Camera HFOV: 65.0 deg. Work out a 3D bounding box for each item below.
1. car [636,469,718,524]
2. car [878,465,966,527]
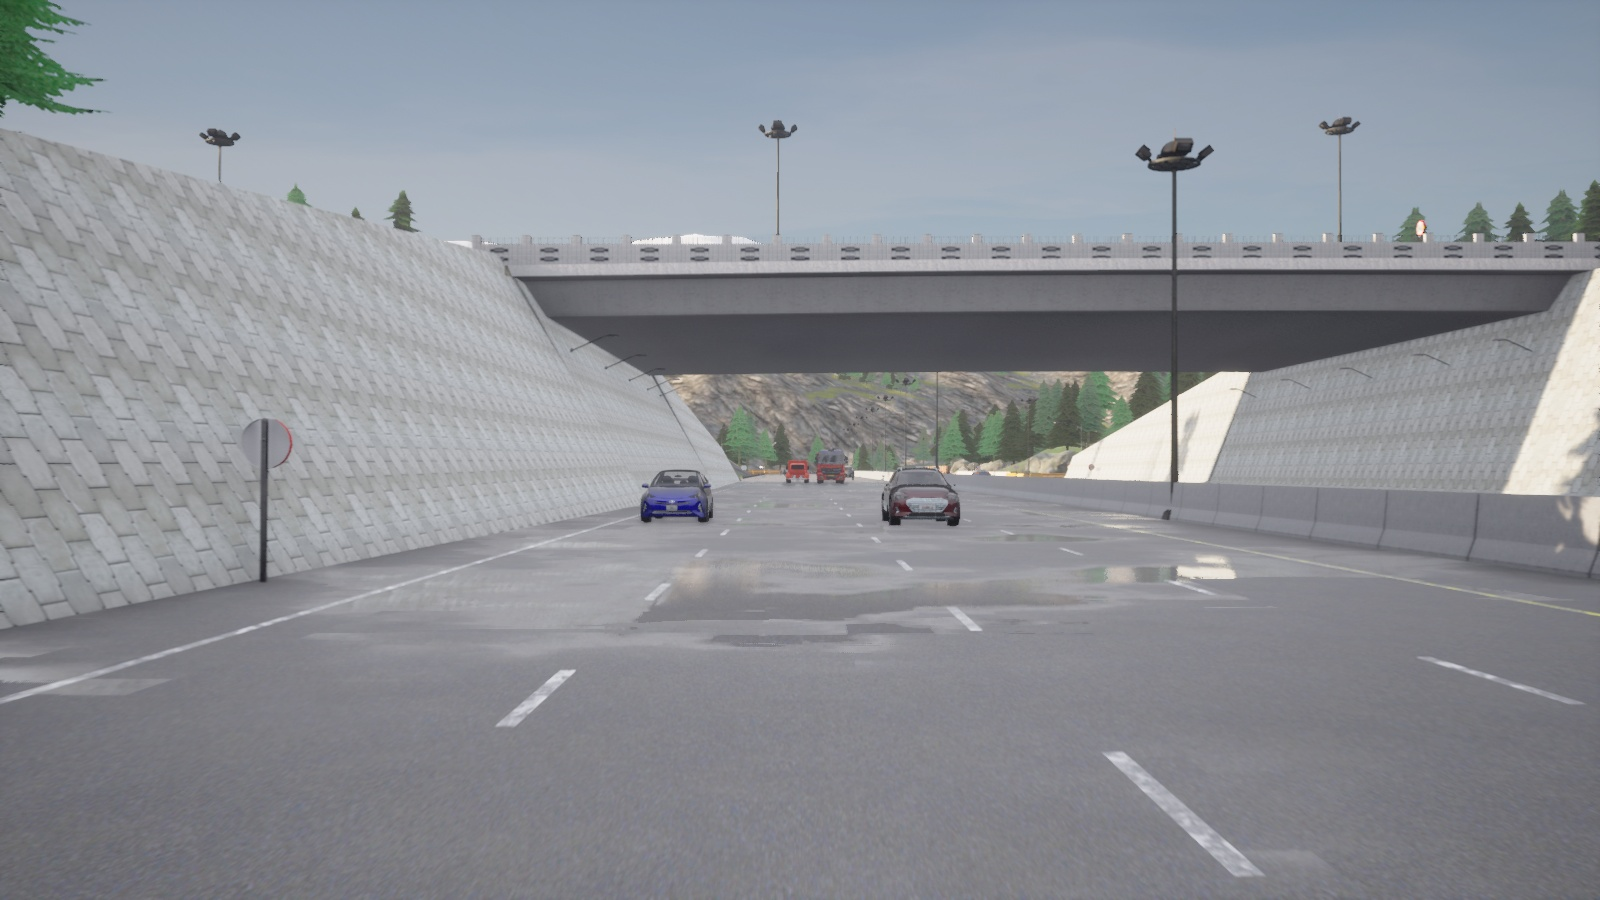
[{"bbox_3d":[-3.583,1.333,37.364,2.007,1.525,4.514,0,-1,0],"label":"car"},{"bbox_3d":[3.420,1.268,36.035,2.033,1.649,4.856,0,-1,0],"label":"car"}]
